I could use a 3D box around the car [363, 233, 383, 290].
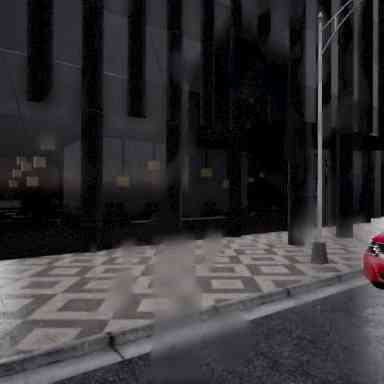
[{"bbox_3d":[6.386,1.223,7.952,5.566,2.045,2.150,0,0,-36],"label":"car"}]
